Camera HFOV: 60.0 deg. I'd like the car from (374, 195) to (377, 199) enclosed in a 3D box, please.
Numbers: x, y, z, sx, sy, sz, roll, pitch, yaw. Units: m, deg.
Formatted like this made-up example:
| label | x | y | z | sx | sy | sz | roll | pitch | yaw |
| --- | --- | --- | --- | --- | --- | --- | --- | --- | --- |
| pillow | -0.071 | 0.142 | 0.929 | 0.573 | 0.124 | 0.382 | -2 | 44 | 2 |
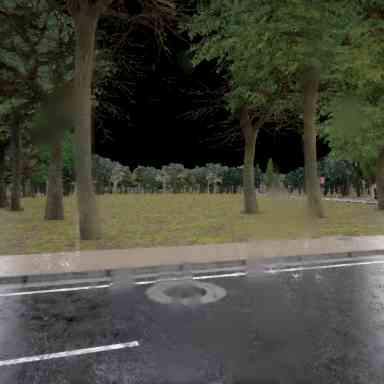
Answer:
| label | x | y | z | sx | sy | sz | roll | pitch | yaw |
| --- | --- | --- | --- | --- | --- | --- | --- | --- | --- |
| car | 44.977 | 1.297 | 79.667 | 1.895 | 1.301 | 4.718 | 0 | 0 | 5 |
